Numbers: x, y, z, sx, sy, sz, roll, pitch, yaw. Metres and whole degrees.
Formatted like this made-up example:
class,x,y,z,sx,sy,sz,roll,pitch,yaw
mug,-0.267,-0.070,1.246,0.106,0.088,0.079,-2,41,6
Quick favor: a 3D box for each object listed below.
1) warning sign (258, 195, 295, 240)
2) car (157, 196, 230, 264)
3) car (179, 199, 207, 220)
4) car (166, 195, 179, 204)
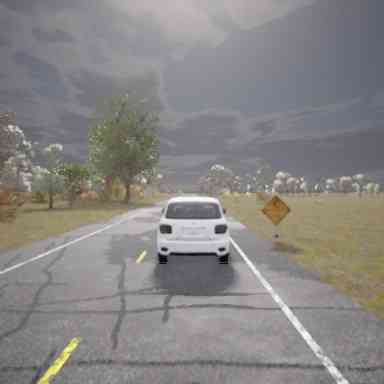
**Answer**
class,x,y,z,sx,sy,sz,roll,pitch,yaw
warning sign,3.587,1.061,14.212,1.300,1.860,1.060,-1,0,0
car,0.070,1.178,11.820,2.150,2.045,5.566,0,0,1
car,0.134,1.389,27.864,2.128,1.511,4.902,0,0,1
car,-3.356,1.342,58.413,2.033,1.411,5.357,0,0,1
